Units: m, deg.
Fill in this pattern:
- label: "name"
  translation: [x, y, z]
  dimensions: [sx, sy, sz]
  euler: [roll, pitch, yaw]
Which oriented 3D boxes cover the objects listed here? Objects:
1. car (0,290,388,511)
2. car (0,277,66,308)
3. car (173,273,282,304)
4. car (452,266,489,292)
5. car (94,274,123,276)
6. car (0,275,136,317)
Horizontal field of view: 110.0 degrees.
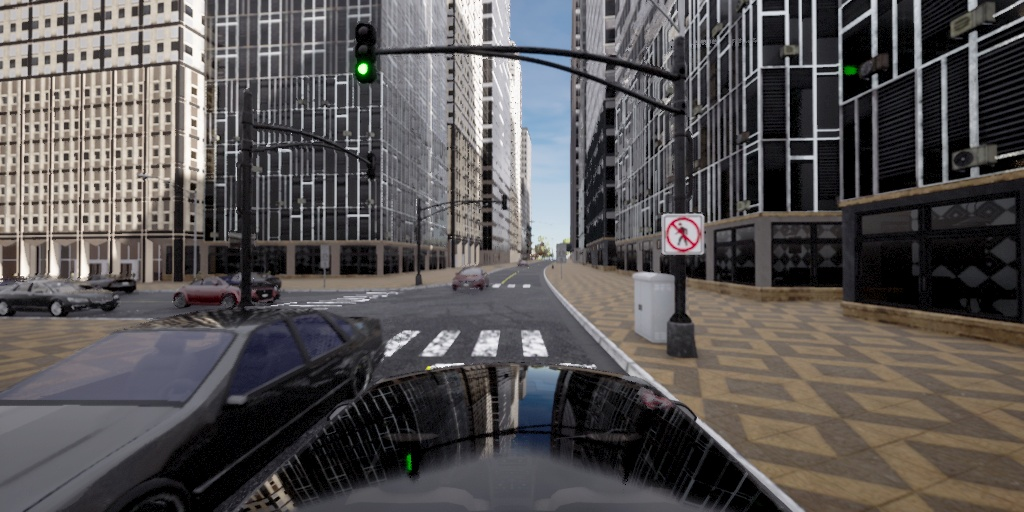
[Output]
- label: "car"
  translation: [-2.975, 1.307, 3.671]
  dimensions: [2.033, 1.411, 5.357]
  euler: [0, 0, 0]
- label: "car"
  translation: [-25.667, 1.816, 18.171]
  dimensions: [4.181, 1.385, 1.994]
  euler: [-1, -1, 9]
- label: "car"
  translation: [-12.655, 1.573, 15.991]
  dimensions: [4.181, 1.385, 1.994]
  euler: [-1, -1, 12]
- label: "car"
  translation: [-2.496, 1.387, 22.596]
  dimensions: [1.812, 1.442, 4.674]
  euler: [0, 0, 3]
- label: "car"
  translation: [-27.972, 1.937, 24.385]
  dimensions: [4.313, 1.339, 1.948]
  euler: [0, 0, 9]
- label: "car"
  translation: [-18.155, 1.629, 14.366]
  dimensions: [4.403, 1.370, 2.007]
  euler: [0, 0, 9]
